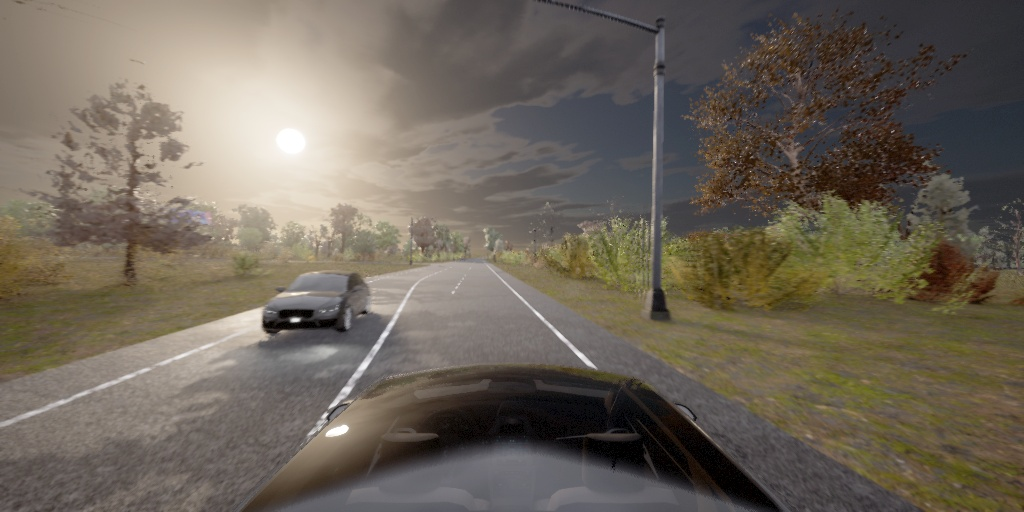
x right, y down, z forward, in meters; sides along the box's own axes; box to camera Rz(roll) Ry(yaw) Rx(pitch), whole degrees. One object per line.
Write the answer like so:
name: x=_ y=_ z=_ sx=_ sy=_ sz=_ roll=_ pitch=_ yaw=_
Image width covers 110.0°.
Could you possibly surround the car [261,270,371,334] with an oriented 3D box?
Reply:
car: x=-5.387 y=1.198 z=10.475 sx=1.837 sy=1.490 sz=4.892 roll=1 pitch=0 yaw=-12
